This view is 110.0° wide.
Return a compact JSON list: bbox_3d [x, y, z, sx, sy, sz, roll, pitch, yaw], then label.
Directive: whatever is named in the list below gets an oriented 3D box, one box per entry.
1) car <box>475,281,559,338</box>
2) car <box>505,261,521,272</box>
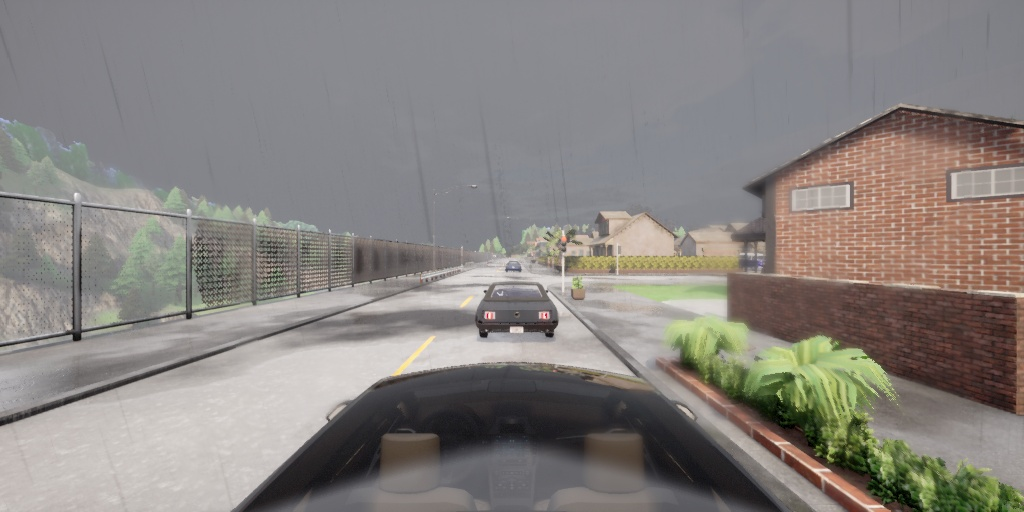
[{"bbox_3d":[0.115,1.351,10.184,1.895,1.301,4.718,0,0,0],"label":"car"},{"bbox_3d":[0.184,1.314,45.361,1.994,1.385,4.181,0,0,0],"label":"car"}]
